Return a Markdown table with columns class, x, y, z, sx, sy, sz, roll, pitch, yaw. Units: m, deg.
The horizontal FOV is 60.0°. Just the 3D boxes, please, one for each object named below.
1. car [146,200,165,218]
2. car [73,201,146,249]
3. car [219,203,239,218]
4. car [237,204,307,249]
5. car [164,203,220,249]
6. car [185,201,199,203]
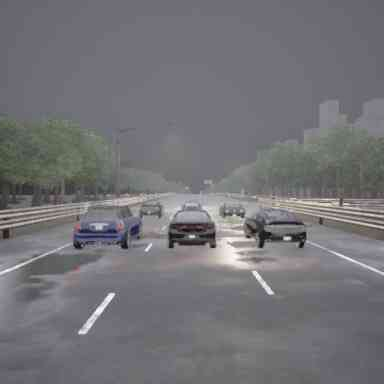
| class | x | y | z | sx | sy | sz | roll | pitch | yaw |
| --- | --- | --- | --- | --- | --- | --- | --- | --- | --- |
| car | -3.500 | 1.491 | 29.650 | 2.128 | 1.511 | 4.902 | 0 | 0 | 0 |
| car | -3.500 | 1.366 | 14.620 | 2.097 | 1.767 | 4.553 | 0 | 0 | 0 |
| car | 3.500 | 1.613 | 29.680 | 1.895 | 1.301 | 4.718 | 0 | 0 | 0 |
| car | 3.500 | 1.495 | 14.650 | 2.128 | 1.511 | 4.902 | 0 | 0 | 0 |
| car | 0.000 | 1.485 | 14.650 | 1.882 | 1.535 | 5.008 | 0 | 0 | 0 |
| car | 0.000 | 1.529 | 29.649 | 1.812 | 1.442 | 4.674 | 0 | 0 | 0 |
